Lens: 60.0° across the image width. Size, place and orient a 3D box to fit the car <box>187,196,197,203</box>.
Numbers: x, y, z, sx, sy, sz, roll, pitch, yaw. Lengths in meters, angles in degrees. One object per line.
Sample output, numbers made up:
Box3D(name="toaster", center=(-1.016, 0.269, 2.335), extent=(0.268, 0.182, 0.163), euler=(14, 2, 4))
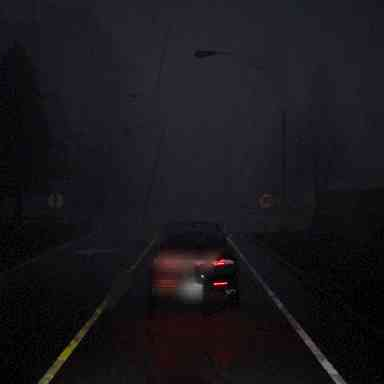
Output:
Box3D(name="car", center=(0.010, 1.491, 69.553), extent=(2.128, 1.511, 4.902), euler=(0, 0, 0))

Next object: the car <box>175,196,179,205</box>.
Box3D(name="car", center=(-3.579, 1.477, 54.188), extent=(1.882, 1.535, 5.008), euler=(0, 0, 0))

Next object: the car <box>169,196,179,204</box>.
Box3D(name="car", center=(-3.520, 1.504, 66.343), extent=(1.837, 1.490, 4.892), euler=(0, 0, 0))

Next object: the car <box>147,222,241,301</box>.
Box3D(name="car", center=(0.055, 1.492, 8.322), extent=(2.128, 1.511, 4.902), euler=(0, 0, 0))

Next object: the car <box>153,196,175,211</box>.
Box3D(name="car", center=(-3.592, 1.547, 40.765), extent=(2.033, 1.411, 5.357), euler=(0, 0, 0))
